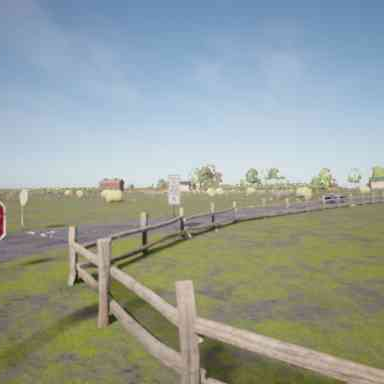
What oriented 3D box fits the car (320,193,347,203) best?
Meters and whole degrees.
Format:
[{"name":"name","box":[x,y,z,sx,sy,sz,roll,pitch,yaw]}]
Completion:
[{"name":"car","box":[19.748,0.859,46.424,4.718,1.301,1.895,-1,1,-44]}]
